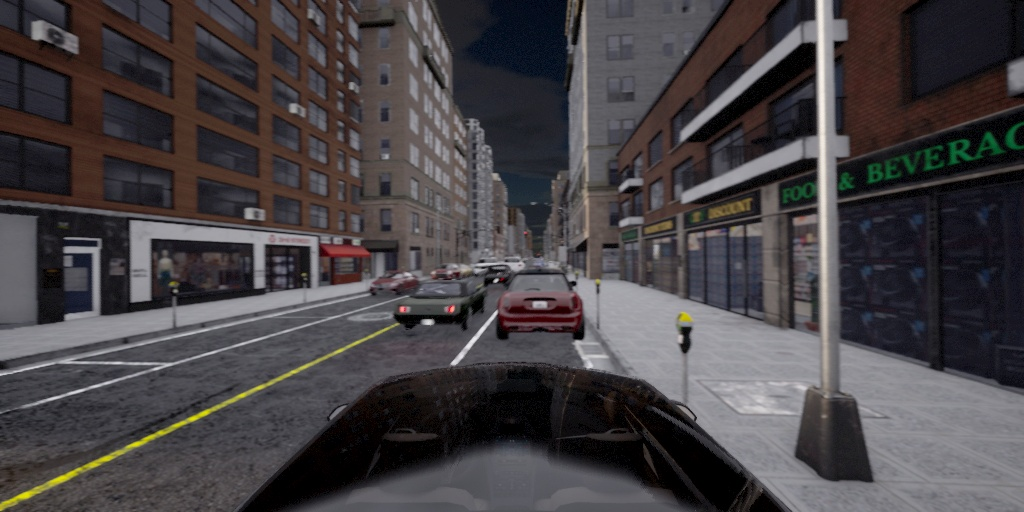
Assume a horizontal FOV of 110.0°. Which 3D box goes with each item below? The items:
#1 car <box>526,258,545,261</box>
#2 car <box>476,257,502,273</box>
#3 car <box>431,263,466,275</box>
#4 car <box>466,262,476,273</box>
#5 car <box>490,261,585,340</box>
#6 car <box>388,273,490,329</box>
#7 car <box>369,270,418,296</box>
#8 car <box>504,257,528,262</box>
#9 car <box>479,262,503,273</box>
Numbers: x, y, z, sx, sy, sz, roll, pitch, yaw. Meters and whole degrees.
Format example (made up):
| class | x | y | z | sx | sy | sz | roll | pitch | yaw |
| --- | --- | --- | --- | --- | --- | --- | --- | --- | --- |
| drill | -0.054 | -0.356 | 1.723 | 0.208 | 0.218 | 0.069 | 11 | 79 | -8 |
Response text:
| class | x | y | z | sx | sy | sz | roll | pitch | yaw |
| --- | --- | --- | --- | --- | --- | --- | --- | --- | --- |
| car | 2.694 | 1.319 | 36.681 | 1.967 | 1.591 | 4.097 | 0 | 0 | 5 |
| car | -2.612 | 1.176 | 38.818 | 2.150 | 2.045 | 5.566 | -1 | -1 | 5 |
| car | -5.766 | 1.398 | 31.846 | 1.967 | 1.591 | 4.097 | 0 | 0 | 5 |
| car | -5.318 | 1.503 | 37.175 | 1.751 | 1.417 | 4.829 | 0 | 0 | 5 |
| car | 0.813 | 1.132 | 10.267 | 2.097 | 1.767 | 4.553 | -1 | 0 | 5 |
| car | -1.980 | 1.420 | 11.477 | 1.895 | 1.301 | 4.718 | -1 | 0 | 5 |
| car | -6.691 | 1.501 | 20.847 | 1.802 | 1.307 | 4.207 | 0 | 0 | 5 |
| car | 0.235 | 1.140 | 39.039 | 2.150 | 2.045 | 5.566 | -1 | 0 | 5 |
| car | -0.828 | 1.368 | 25.116 | 1.837 | 1.490 | 4.892 | -1 | -2 | 4 |
